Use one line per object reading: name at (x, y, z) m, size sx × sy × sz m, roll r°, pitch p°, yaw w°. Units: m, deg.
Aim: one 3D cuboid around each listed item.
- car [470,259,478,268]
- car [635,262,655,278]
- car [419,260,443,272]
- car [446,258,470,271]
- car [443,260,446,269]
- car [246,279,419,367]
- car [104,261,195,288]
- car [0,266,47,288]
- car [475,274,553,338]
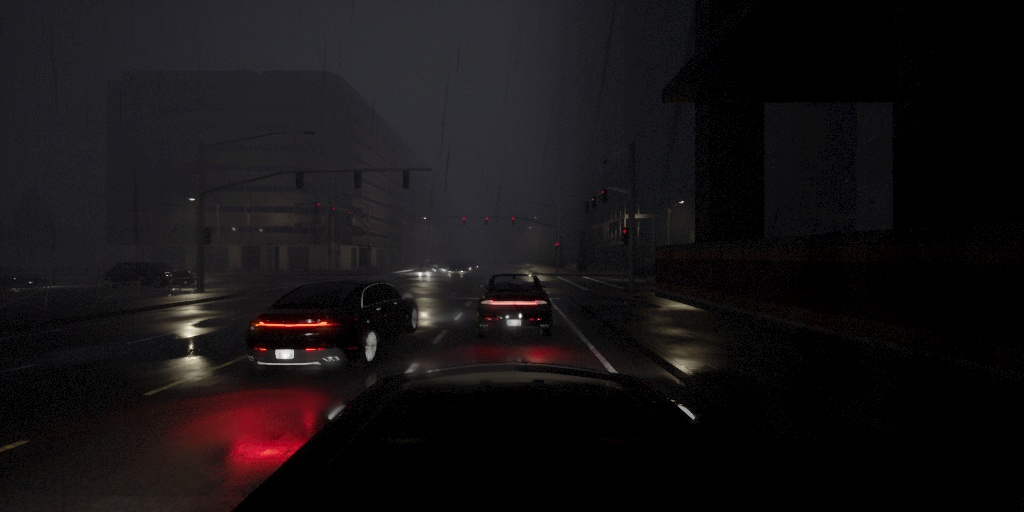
car at (-7.411, 1.314, 60.285) m, size 1.994 × 1.385 × 4.181 m, roll 0°, pitch 0°, yaw 1°
car at (13.946, 1.297, 34.220) m, size 4.902 × 1.511 × 2.128 m, roll 0°, pitch 0°, yaw 0°
car at (-10.984, 1.241, 47.497) m, size 2.128 × 1.511 × 4.902 m, roll 0°, pitch 0°, yaw 0°
car at (-7.491, 1.228, 50.268) m, size 1.882 × 1.535 × 5.008 m, roll 0°, pitch 0°, yaw 0°
car at (-10.954, 1.351, 56.841) m, size 1.895 × 1.301 × 4.718 m, roll 0°, pitch 0°, yaw 1°
car at (-3.451, 1.255, 7.909) m, size 1.837 × 1.490 × 4.892 m, roll 0°, pitch 0°, yaw 0°
car at (-23.706, 1.157, 23.584) m, size 4.553 × 1.767 × 2.097 m, roll 0°, pitch 0°, yaw 0°
car at (-34.321, 1.353, 23.601) m, size 5.357 × 1.411 × 2.033 m, roll 0°, pitch 0°, yaw 0°
car at (0.059, 1.242, 10.229) m, size 2.128 × 1.511 × 4.902 m, roll 0°, pitch 0°, yaw 0°
